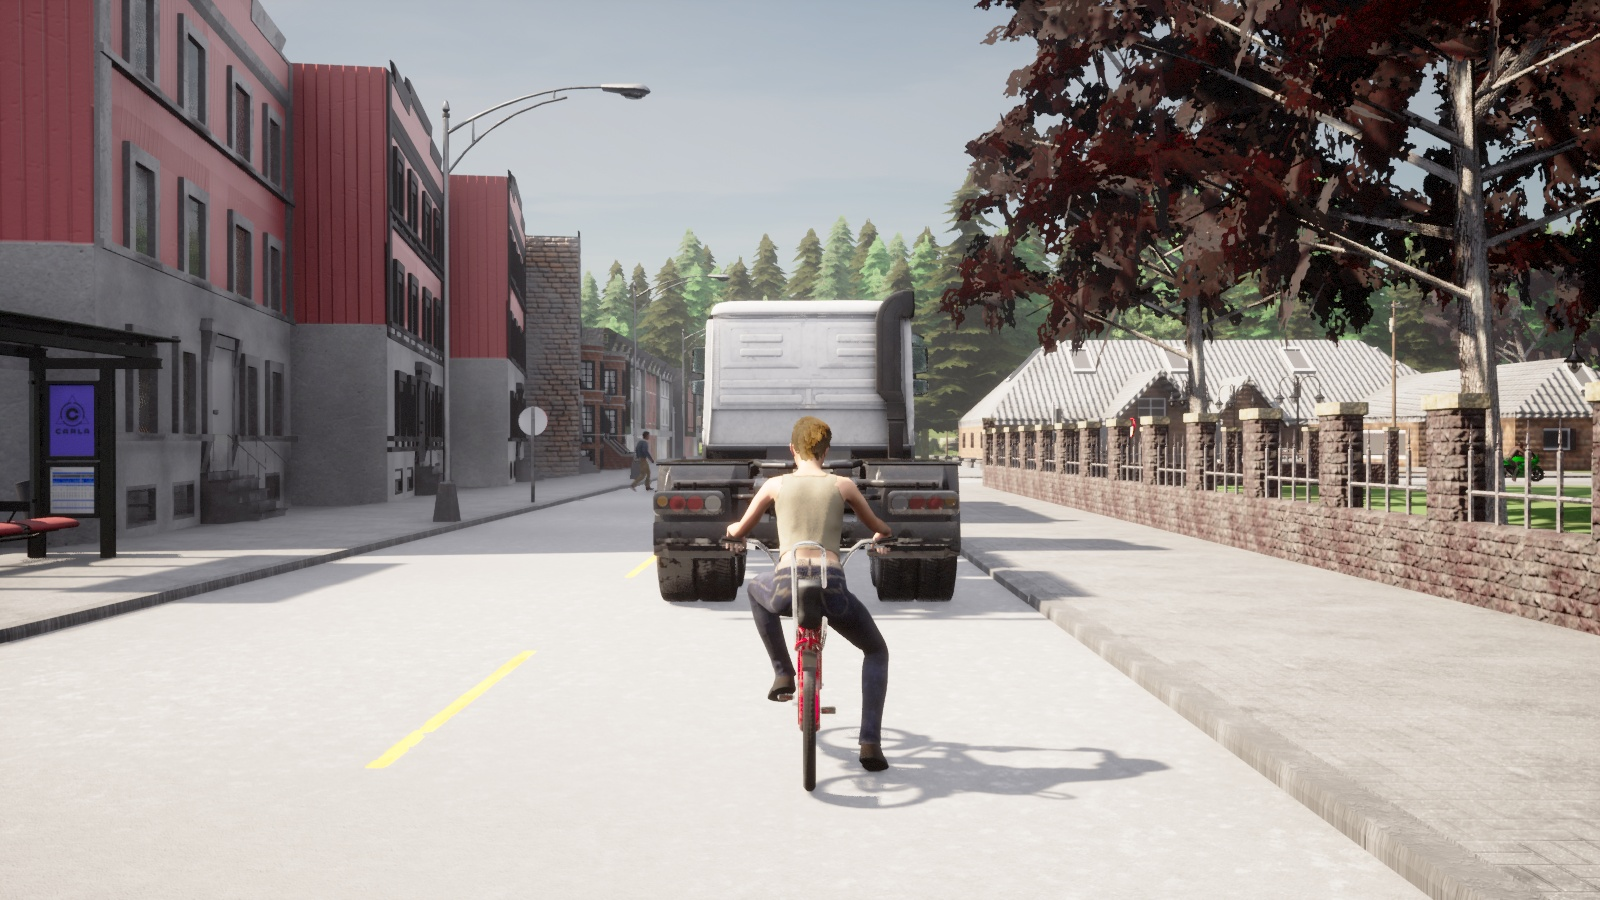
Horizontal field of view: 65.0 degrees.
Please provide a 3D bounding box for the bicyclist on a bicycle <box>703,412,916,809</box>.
[{"bbox_3d":[0.044,0.650,5.856,0.866,1.612,1.509,0,0,0],"label":"bicyclist on a bicycle"}]

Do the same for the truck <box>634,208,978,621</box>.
[{"bbox_3d":[0.095,-0.317,14.519,2.891,3.462,7.936,0,0,1],"label":"truck"}]

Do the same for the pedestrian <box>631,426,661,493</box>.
[{"bbox_3d":[-4.541,0.285,37.038,0.788,1.949,0.423,0,0,-23],"label":"pedestrian"}]

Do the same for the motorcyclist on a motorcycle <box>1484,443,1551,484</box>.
[{"bbox_3d":[26.488,0.488,46.375,2.044,1.523,0.797,0,0,-1],"label":"motorcyclist on a motorcycle"}]

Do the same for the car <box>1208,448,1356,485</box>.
[{"bbox_3d":[17.769,0.599,46.425,4.718,1.301,1.895,0,0,-1],"label":"car"}]
